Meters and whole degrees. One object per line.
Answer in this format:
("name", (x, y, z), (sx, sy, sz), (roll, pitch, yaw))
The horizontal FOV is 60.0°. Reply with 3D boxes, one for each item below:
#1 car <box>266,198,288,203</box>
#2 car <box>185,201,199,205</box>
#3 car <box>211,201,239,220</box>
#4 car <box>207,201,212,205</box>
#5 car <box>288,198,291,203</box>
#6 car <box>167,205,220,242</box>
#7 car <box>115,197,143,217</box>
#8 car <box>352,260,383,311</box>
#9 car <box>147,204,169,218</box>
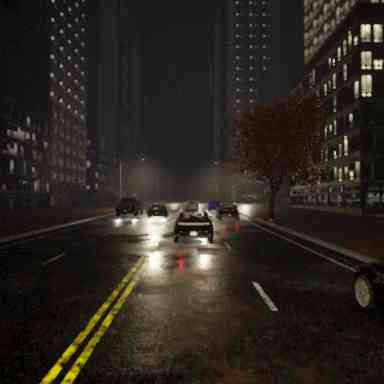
("car", (19.807, 2.069, 79.636), (4.403, 1.369, 2.008), (-1, -1, -1))
("car", (0.028, 1.994, 47.011), (1.812, 1.442, 4.674), (0, 0, 0))
("car", (3.267, 1.802, 31.143), (2.128, 1.511, 4.902), (0, 0, 0))
("car", (3.244, 1.948, 47.314), (1.882, 1.535, 5.008), (0, 0, 0))
("car", (25.075, 2.211, 88.092), (4.829, 1.417, 1.752), (-1, -1, -1))
("car", (0.076, 1.665, 17.284), (2.128, 1.511, 4.902), (0, -1, 0))
("car", (-6.644, 1.579, 35.801), (2.150, 2.045, 5.566), (0, 0, 0))
("car", (4.221, 1.576, 4.965), (1.812, 1.442, 4.674), (0, -1, 0))
("car", (-3.391, 1.902, 33.842), (1.994, 1.385, 4.181), (0, -1, 0))
